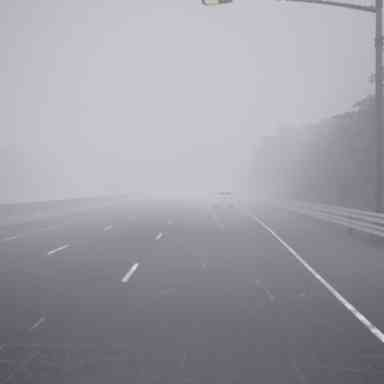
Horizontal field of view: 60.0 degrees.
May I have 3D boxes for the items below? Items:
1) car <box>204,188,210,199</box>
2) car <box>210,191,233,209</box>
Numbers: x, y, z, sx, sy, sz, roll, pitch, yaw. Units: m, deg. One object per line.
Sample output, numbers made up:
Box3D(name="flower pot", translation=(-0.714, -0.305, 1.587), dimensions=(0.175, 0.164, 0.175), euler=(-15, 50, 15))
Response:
Box3D(name="car", translation=(4.187, 0.632, 72.711), dimensions=(2.097, 1.767, 4.553), euler=(0, 1, 1))
Box3D(name="car", translation=(3.872, 0.839, 42.056), dimensions=(2.150, 2.045, 5.566), euler=(0, 1, 1))
